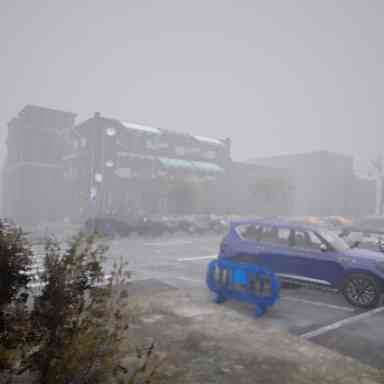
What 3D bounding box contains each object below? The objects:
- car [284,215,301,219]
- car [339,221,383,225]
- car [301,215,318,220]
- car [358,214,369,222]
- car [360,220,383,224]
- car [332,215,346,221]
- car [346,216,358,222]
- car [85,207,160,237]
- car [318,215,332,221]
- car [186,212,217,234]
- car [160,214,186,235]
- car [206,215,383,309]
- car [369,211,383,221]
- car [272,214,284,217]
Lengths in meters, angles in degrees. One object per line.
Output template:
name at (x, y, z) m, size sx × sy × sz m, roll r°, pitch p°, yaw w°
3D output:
car at (8.631, 3.221, 35.624) m, size 4.792 × 1.488 × 2.163 m, roll 0°, pitch -2°, yaw 33°
car at (8.312, 2.428, 14.198) m, size 4.553 × 1.767 × 2.185 m, roll 2°, pitch -2°, yaw 33°
car at (11.018, 3.323, 37.382) m, size 5.008 × 1.535 × 2.097 m, roll 0°, pitch -3°, yaw 33°
car at (20.504, 3.883, 44.479) m, size 4.792 × 1.488 × 2.163 m, roll 0°, pitch -3°, yaw 33°
car at (10.776, 2.564, 15.972) m, size 4.553 × 1.767 × 2.185 m, roll 2°, pitch -1°, yaw 33°
car at (15.754, 3.589, 40.941) m, size 5.008 × 1.535 × 2.097 m, roll 0°, pitch -2°, yaw 33°
car at (17.955, 3.718, 42.807) m, size 5.366 × 1.575 × 1.946 m, roll 0°, pitch -2°, yaw 33°
car at (-5.544, 2.146, 24.985) m, size 5.566 × 2.045 × 2.435 m, roll 0°, pitch -2°, yaw 33°
car at (13.228, 3.453, 39.258) m, size 5.366 × 1.575 × 1.946 m, roll 0°, pitch -2°, yaw 33°
car at (-0.800, 2.663, 28.520) m, size 4.892 × 1.521 × 2.231 m, roll 0°, pitch -3°, yaw 33°
car at (-3.161, 2.570, 26.740) m, size 4.674 × 1.452 × 2.002 m, roll 0°, pitch -3°, yaw 33°
car at (3.541, 2.034, 10.549) m, size 5.566 × 2.045 × 2.435 m, roll 2°, pitch -2°, yaw 33°
car at (27.547, 4.125, 49.836) m, size 4.553 × 1.767 × 2.185 m, roll 0°, pitch -3°, yaw 33°
car at (6.289, 3.060, 33.838) m, size 4.892 × 1.521 × 2.231 m, roll 0°, pitch -3°, yaw 33°
